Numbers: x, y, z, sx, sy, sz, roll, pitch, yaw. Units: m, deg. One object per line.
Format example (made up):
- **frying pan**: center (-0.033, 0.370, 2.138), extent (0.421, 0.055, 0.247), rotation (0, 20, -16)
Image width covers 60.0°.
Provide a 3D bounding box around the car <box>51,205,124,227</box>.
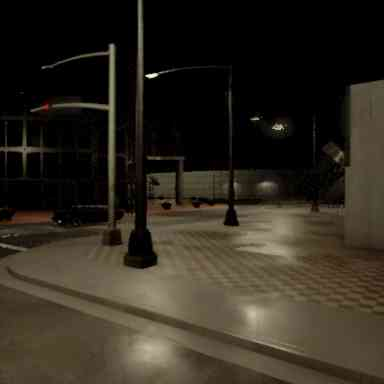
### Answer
- **car**: center (-7.047, 1.559, 22.748), extent (1.895, 1.301, 4.718), rotation (0, 0, 36)
